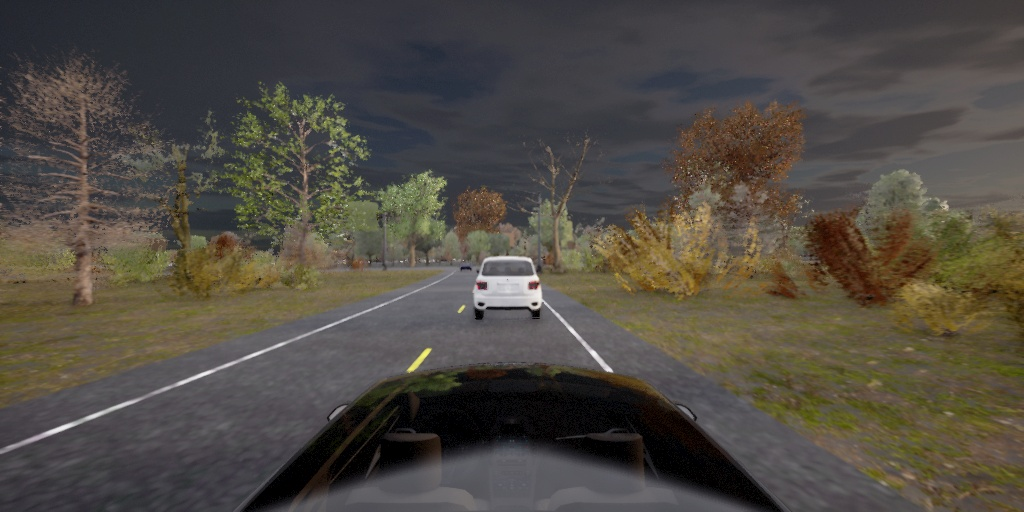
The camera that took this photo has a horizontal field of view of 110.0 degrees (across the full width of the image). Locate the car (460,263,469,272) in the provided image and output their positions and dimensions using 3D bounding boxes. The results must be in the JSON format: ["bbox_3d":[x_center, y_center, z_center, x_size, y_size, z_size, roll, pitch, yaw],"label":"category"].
[{"bbox_3d":[-6.820,1.657,53.452,1.895,1.301,4.718,0,0,-6],"label":"car"}]

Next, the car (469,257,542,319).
[{"bbox_3d":[-0.178,1.043,13.291,2.150,2.045,5.566,0,0,-1],"label":"car"}]
